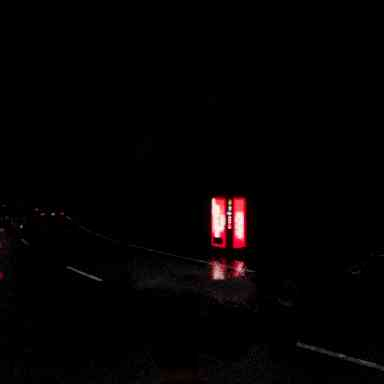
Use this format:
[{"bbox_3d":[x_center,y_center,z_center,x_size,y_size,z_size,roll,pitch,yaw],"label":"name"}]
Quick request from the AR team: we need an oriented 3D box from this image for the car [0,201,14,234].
[{"bbox_3d":[-11.177,1.477,18.554,1.882,1.535,5.008,0,0,-29],"label":"car"}]

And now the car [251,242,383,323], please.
[{"bbox_3d":[3.520,1.601,6.020,4.718,1.301,1.895,0,0,37],"label":"car"}]

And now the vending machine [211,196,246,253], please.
[{"bbox_3d":[1.423,1.195,12.958,1.100,2.100,0.880,0,0,-43],"label":"vending machine"}]

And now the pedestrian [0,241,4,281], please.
[{"bbox_3d":[-4.921,1.294,8.226,0.375,1.860,0.375,0,0,-42],"label":"pedestrian"}]

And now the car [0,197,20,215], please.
[{"bbox_3d":[-18.451,1.352,33.240,2.097,1.767,4.553,0,0,-26],"label":"car"}]

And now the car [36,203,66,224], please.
[{"bbox_3d":[-10.519,1.547,24.788,2.033,1.411,5.357,0,0,-26],"label":"car"}]
